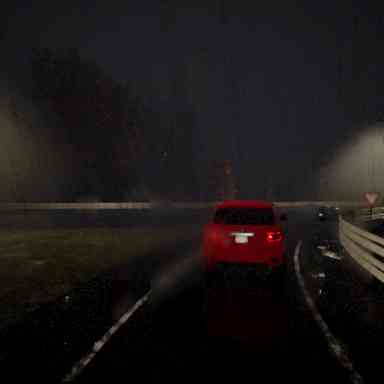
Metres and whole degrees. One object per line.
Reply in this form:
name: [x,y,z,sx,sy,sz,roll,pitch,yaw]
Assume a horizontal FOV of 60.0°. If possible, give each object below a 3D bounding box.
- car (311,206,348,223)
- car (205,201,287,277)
car: [11.923,1.862,28.774,1.994,1.385,4.181,0,-1,42]
car: [1.894,1.324,10.925,2.150,2.045,5.566,0,-1,14]
